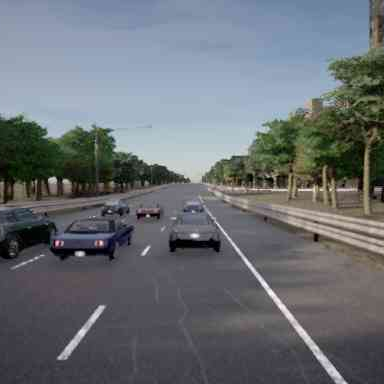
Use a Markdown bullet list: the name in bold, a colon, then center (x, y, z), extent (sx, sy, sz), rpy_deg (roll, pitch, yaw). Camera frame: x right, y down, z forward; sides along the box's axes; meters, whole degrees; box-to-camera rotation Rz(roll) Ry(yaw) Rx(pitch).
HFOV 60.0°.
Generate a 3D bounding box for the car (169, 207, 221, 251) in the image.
- **car**: center (0.103, 1.539, 13.979), extent (1.994, 1.385, 4.181), rpy_deg (0, 0, 0)

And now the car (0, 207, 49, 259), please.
- **car**: center (-6.898, 1.331, 12.581), extent (2.097, 1.767, 4.553), rpy_deg (0, 0, 0)

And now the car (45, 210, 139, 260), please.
- **car**: center (-3.397, 1.580, 12.328), extent (1.895, 1.301, 4.718), rpy_deg (0, 0, 0)

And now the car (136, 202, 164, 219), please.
- **car**: center (-3.392, 1.528, 27.821), extent (1.895, 1.301, 4.718), rpy_deg (0, 0, 0)

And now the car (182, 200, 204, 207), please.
- **car**: center (0.109, 1.444, 30.123), extent (1.812, 1.442, 4.674), rpy_deg (0, 0, 0)

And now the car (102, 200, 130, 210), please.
- **car**: center (-6.892, 1.444, 30.206), extent (1.812, 1.442, 4.674), rpy_deg (0, 0, 0)
